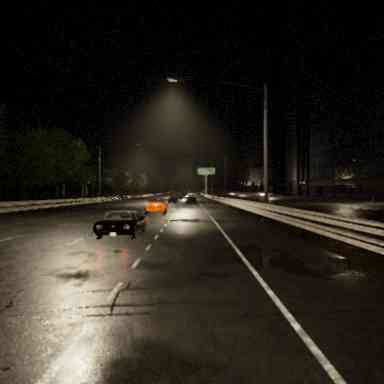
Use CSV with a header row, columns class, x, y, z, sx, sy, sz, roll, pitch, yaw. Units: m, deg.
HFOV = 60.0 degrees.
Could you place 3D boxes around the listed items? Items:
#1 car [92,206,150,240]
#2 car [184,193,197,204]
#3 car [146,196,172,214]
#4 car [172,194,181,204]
class,x,y,z,sx,sy,sz,roll,pitch,yaw
car,-3.516,1.595,17.043,1.895,1.301,4.718,0,0,0
car,-0.105,1.514,63.532,1.837,1.490,4.892,0,0,0
car,-3.563,1.349,34.649,2.097,1.767,4.553,0,0,0
car,-3.716,1.520,64.673,1.837,1.490,4.892,0,0,0
